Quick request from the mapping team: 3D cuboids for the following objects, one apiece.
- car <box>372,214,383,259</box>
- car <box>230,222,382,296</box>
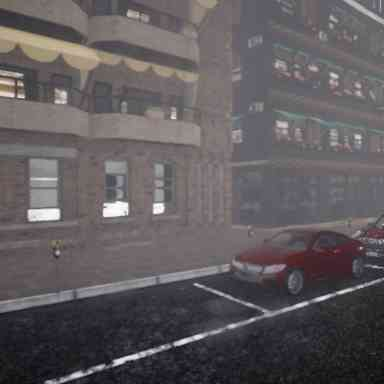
[{"bbox_3d":[7.436,1.471,11.835,4.097,1.590,1.967,0,-1,-35],"label":"car"},{"bbox_3d":[2.876,1.599,8.581,4.206,1.307,1.802,0,-1,-35],"label":"car"}]
